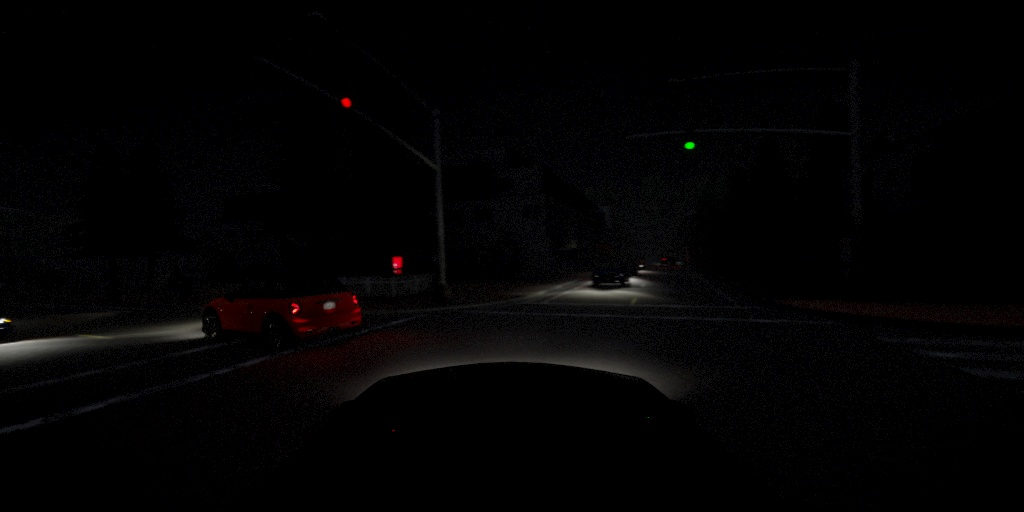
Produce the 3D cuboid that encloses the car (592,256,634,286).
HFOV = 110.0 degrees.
[{"bbox_3d":[6.331,1.003,22.679,1.882,1.535,5.008,-2,0,23],"label":"car"}]

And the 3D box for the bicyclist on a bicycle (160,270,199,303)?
[{"bbox_3d":[-17.096,1.561,18.458,0.582,1.620,1.656,-2,0,21],"label":"bicyclist on a bicycle"}]

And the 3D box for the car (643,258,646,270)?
[{"bbox_3d":[13.831,0.622,40.414,2.097,1.767,4.553,-2,0,23],"label":"car"}]

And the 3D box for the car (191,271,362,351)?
[{"bbox_3d":[-6.336,1.297,9.797,4.553,1.767,2.097,-2,0,28],"label":"car"}]

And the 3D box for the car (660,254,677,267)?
[{"bbox_3d":[20.278,0.556,46.535,2.128,1.511,4.902,-2,0,23],"label":"car"}]

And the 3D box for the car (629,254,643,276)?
[{"bbox_3d":[10.007,0.892,31.396,2.128,1.511,4.902,-2,0,23],"label":"car"}]

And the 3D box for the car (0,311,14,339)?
[{"bbox_3d":[-16.992,1.817,10.401,5.357,1.411,2.033,-2,0,21],"label":"car"}]
